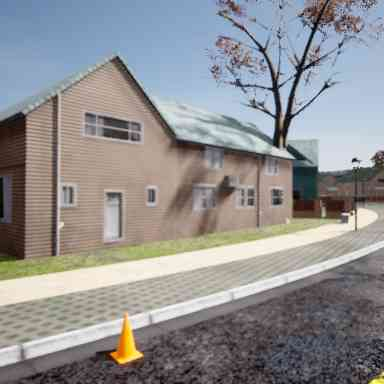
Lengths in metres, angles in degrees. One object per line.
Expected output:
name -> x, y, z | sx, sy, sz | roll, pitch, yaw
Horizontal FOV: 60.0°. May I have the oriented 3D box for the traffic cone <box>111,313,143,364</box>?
traffic cone -> -0.905, 1.976, 4.616 | 0.340, 0.580, 0.340 | 0, 0, -38
